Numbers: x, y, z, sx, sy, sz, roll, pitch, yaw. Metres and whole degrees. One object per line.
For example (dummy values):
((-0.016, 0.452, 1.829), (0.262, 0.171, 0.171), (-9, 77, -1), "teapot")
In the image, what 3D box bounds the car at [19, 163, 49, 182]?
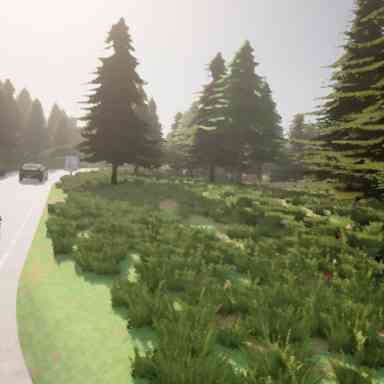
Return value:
((-14.270, -1.814, 30.135), (1.837, 1.490, 4.892), (2, 6, -15), "car")

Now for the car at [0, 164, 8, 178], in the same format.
((-17.496, -1.872, 28.628), (1.895, 1.301, 4.718), (2, 6, -16), "car")

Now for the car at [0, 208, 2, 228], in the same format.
((-6.838, 0.754, 9.581), (1.882, 1.535, 5.008), (2, 6, -22), "car")
